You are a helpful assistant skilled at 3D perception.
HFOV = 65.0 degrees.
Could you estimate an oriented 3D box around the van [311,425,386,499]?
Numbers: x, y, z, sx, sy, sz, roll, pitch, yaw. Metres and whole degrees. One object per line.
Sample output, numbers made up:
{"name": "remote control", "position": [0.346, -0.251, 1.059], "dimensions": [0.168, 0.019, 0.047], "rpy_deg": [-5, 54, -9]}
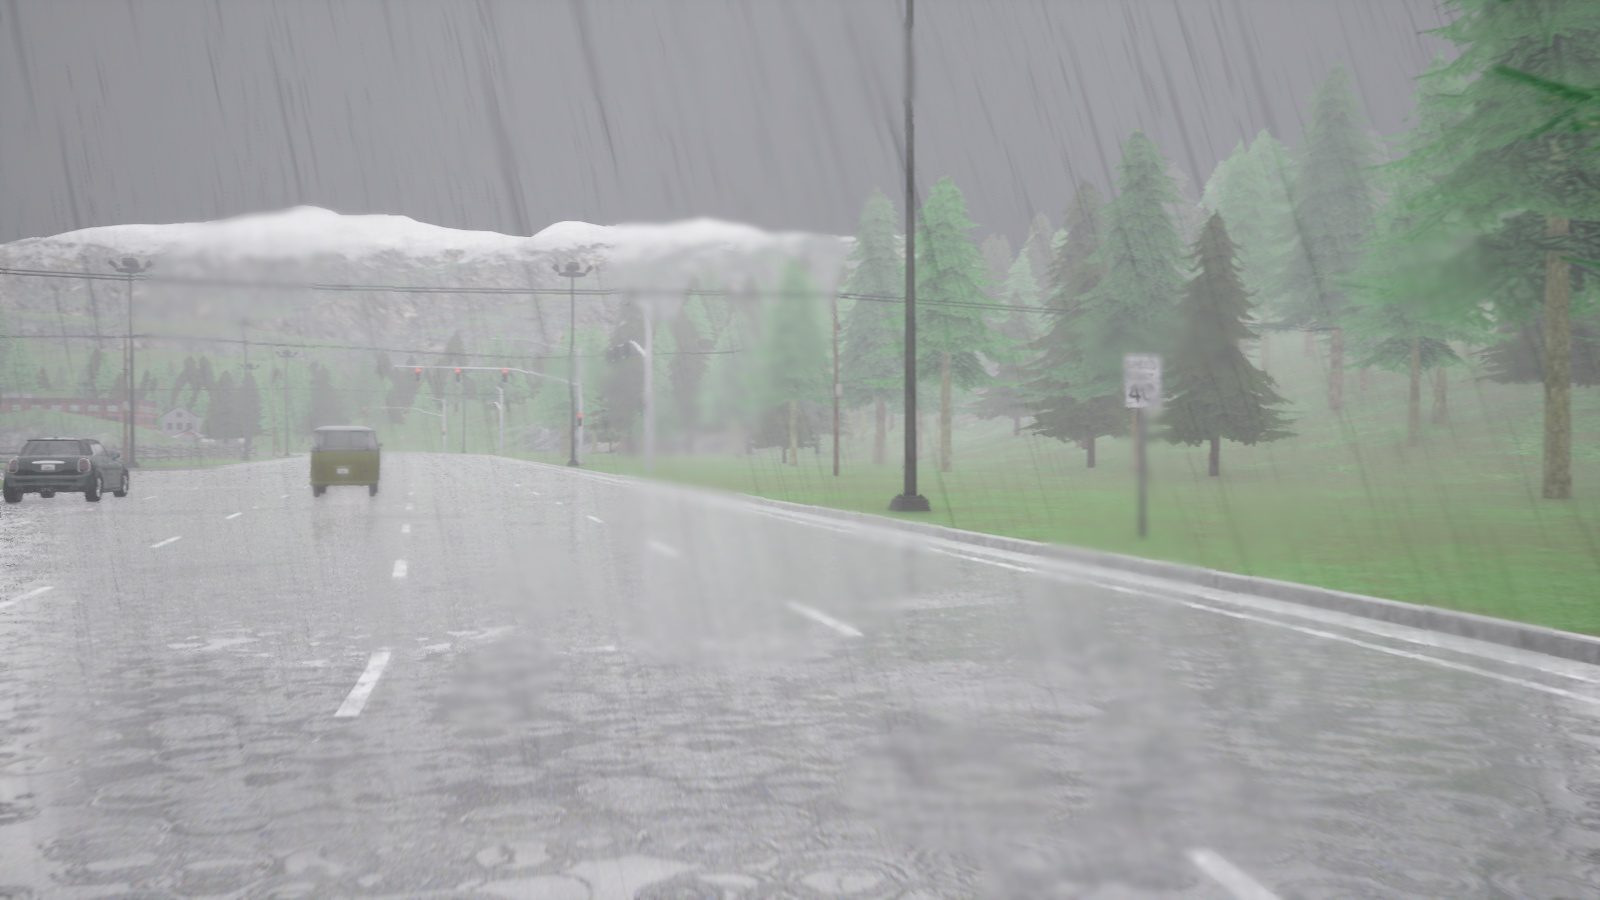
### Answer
{"name": "van", "position": [-12.821, 0.301, 35.837], "dimensions": [1.775, 1.987, 4.442], "rpy_deg": [0, 0, -17]}

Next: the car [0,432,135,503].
{"name": "car", "position": [-19.458, 0.422, 33.596], "dimensions": [2.097, 1.767, 4.553], "rpy_deg": [0, 0, -17]}
